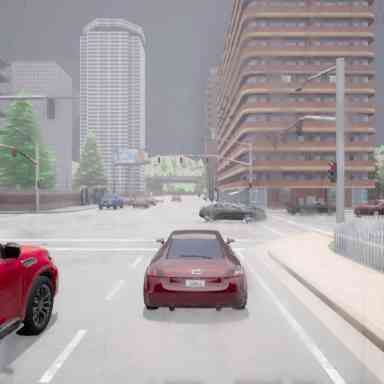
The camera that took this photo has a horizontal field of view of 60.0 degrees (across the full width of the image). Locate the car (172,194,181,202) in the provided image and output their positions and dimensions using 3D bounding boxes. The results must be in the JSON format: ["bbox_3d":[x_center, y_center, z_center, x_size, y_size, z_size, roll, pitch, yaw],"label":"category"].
[{"bbox_3d":[-3.615,1.355,77.729,2.097,1.767,4.553,0,0,0],"label":"car"}]

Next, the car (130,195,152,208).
[{"bbox_3d":[-7.151,1.526,46.945,1.812,1.442,4.674,0,0,-2],"label":"car"}]

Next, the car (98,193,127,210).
[{"bbox_3d":[-10.641,1.221,44.086,2.150,2.045,5.566,0,0,2],"label":"car"}]

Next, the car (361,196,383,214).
[{"bbox_3d":[19.815,1.296,34.249,4.553,1.767,2.097,0,0,-27],"label":"car"}]

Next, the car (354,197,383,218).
[{"bbox_3d":[16.535,1.422,29.129,5.008,1.535,1.882,0,0,-20],"label":"car"}]

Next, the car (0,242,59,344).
[{"bbox_3d":[-3.437,1.221,3.539,2.150,2.045,5.566,0,0,0],"label":"car"}]

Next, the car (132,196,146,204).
[{"bbox_3d":[-10.618,1.506,66.987,1.837,1.490,4.892,0,0,0],"label":"car"}]

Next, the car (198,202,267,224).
[{"bbox_3d":[2.880,1.461,24.012,4.902,1.511,2.128,0,1,19],"label":"car"}]

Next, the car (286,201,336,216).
[{"bbox_3d":[11.376,1.545,31.393,4.718,1.301,1.895,0,0,-13],"label":"car"}]

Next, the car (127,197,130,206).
[{"bbox_3d":[-10.669,1.526,53.841,1.812,1.442,4.674,0,0,0],"label":"car"}]

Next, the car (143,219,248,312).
[{"bbox_3d":[0.081,1.564,7.819,1.994,1.385,4.181,0,0,1],"label":"car"}]

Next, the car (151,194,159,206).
[{"bbox_3d":[-7.170,1.526,56.181,1.812,1.442,4.674,0,0,0],"label":"car"}]

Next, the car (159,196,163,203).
[{"bbox_3d":[-7.103,1.524,69.922,1.812,1.442,4.674,0,0,0],"label":"car"}]
